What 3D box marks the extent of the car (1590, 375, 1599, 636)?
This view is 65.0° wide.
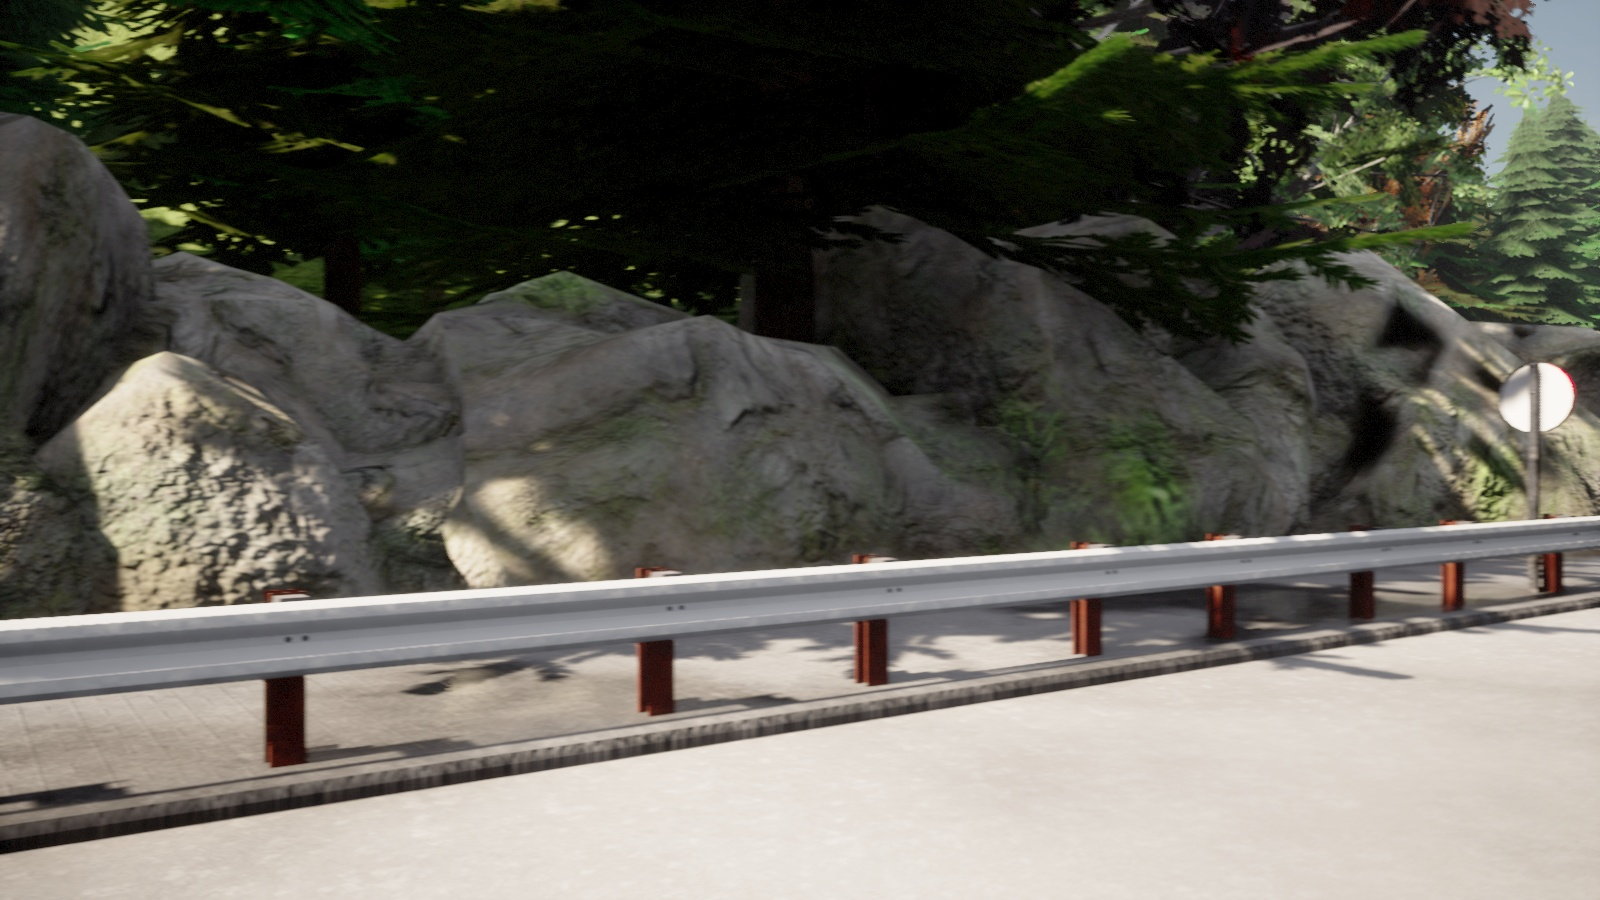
[{"bbox_3d":[9.140,0.433,10.633,5.566,2.045,2.150,0,0,-35],"label":"car"}]
